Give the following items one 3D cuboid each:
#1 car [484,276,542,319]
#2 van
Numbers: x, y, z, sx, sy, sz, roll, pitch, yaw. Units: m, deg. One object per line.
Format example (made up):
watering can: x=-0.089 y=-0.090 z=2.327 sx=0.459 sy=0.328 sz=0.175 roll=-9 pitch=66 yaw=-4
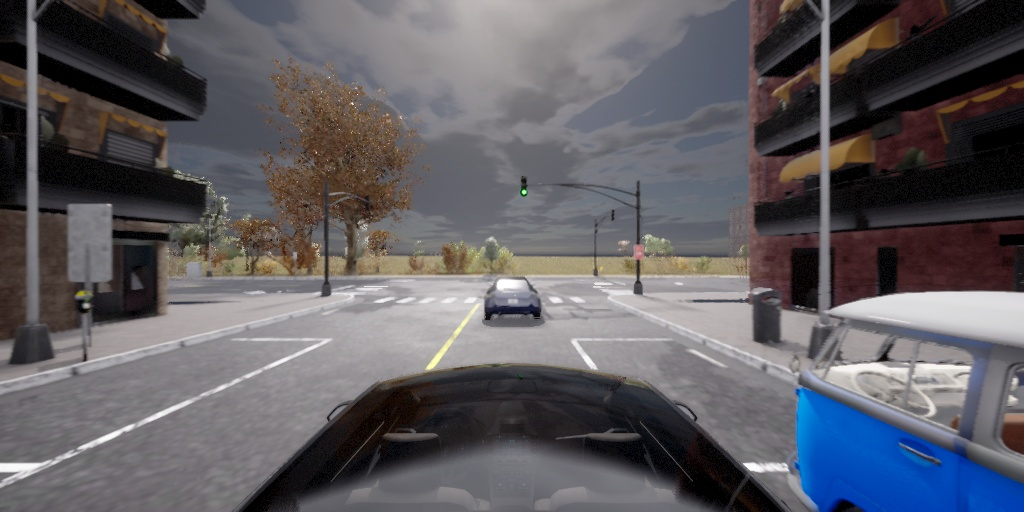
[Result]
car: x=-0.023 y=1.445 z=13.488 sx=1.994 sy=1.385 sz=4.181 roll=0 pitch=-1 yaw=-2
van: x=2.689 y=1.080 z=0.777 sx=1.690 sy=1.789 sz=3.998 roll=0 pitch=0 yaw=0
